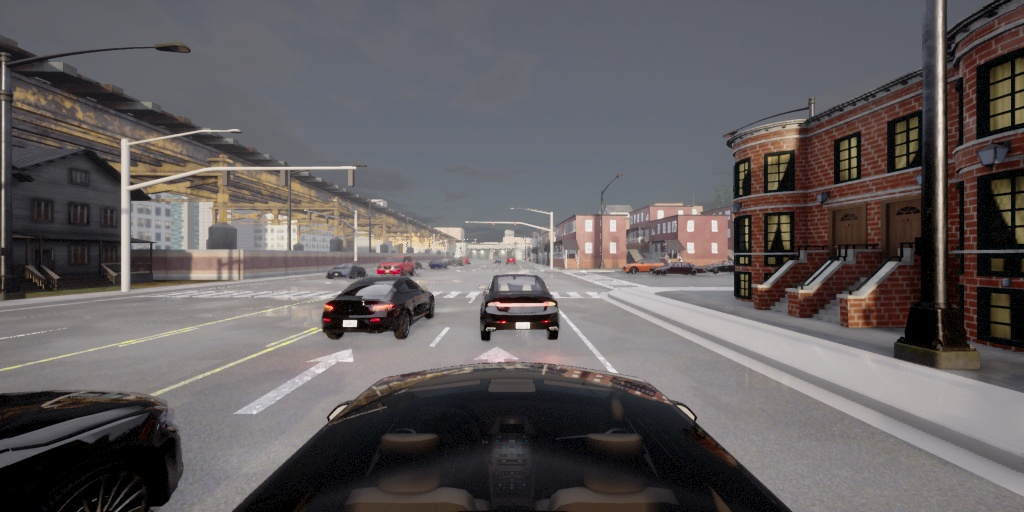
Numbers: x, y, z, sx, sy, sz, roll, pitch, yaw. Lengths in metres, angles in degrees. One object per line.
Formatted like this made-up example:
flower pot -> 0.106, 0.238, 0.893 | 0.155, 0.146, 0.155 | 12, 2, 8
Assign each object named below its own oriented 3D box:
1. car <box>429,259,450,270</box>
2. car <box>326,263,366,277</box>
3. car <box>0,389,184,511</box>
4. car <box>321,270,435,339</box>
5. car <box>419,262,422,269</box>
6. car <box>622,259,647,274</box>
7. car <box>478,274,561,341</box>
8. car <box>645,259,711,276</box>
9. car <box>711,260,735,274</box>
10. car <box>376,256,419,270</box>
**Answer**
car -> -10.737, 1.351, 52.468 | 1.895, 1.301, 4.718 | 0, 0, 0
car -> -14.182, 1.314, 30.935 | 1.994, 1.385, 4.181 | 0, 0, 0
car -> -3.395, 1.242, 0.684 | 2.128, 1.511, 4.902 | 0, 0, 0
car -> -3.450, 1.276, 9.951 | 1.812, 1.442, 4.674 | 0, 0, 0
car -> -14.232, 1.314, 51.445 | 1.994, 1.385, 4.181 | 0, 0, 0
car -> 14.742, 1.102, 40.214 | 4.553, 1.767, 2.097 | 0, 0, 0
car -> 0.092, 1.242, 9.918 | 2.128, 1.511, 4.902 | 0, 0, -3
car -> 16.898, 1.297, 36.730 | 5.357, 1.411, 2.033 | 0, 0, 0
car -> 23.889, 1.241, 40.242 | 4.902, 1.511, 2.128 | 0, 0, 0
car -> -10.690, 0.971, 33.421 | 2.150, 2.045, 5.566 | 0, 0, 0
